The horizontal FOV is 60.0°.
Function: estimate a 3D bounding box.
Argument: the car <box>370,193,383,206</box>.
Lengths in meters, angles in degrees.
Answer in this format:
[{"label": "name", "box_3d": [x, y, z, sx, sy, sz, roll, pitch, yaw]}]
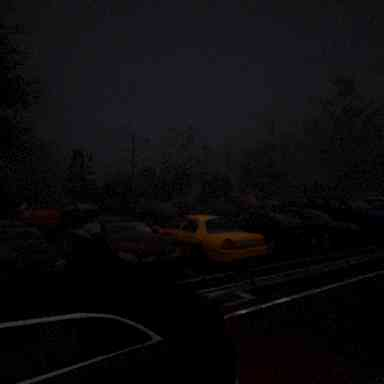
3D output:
[{"label": "car", "box_3d": [27.460, 1.017, 45.857, 2.185, 1.767, 4.553, -1, 1, -35]}]

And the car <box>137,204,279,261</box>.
[{"label": "car", "box_3d": [0.126, 1.421, 11.380, 1.946, 1.575, 5.366, 0, 0, -35]}]

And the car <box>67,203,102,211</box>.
[{"label": "car", "box_3d": [-7.148, 1.422, 21.410, 2.097, 1.535, 5.008, 0, 0, -35]}]

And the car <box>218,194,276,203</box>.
[{"label": "car", "box_3d": [4.404, 1.217, 29.528, 2.435, 2.045, 5.566, 0, 0, -35]}]

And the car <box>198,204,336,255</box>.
[{"label": "car", "box_3d": [2.546, 1.433, 12.854, 2.097, 1.535, 5.008, 0, 0, -35]}]

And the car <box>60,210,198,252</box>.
[{"label": "car", "box_3d": [-2.077, 1.455, 9.602, 2.002, 1.452, 4.674, 0, 0, -35]}]

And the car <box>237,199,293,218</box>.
[{"label": "car", "box_3d": [6.707, 1.474, 31.180, 2.097, 1.535, 5.008, 0, 0, -35]}]

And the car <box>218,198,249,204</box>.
[{"label": "car", "box_3d": [2.097, 1.488, 27.899, 2.163, 1.488, 4.792, 0, 0, -35]}]

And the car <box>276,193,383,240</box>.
[{"label": "car", "box_3d": [7.177, 1.200, 16.093, 2.435, 2.045, 5.566, 0, 0, -35]}]

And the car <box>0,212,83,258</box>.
[{"label": "car", "box_3d": [-4.386, 1.445, 7.973, 2.002, 1.452, 4.674, 0, 0, -35]}]

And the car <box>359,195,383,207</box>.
[{"label": "car", "box_3d": [25.170, 1.183, 44.210, 2.097, 1.535, 5.008, -1, 1, -35]}]

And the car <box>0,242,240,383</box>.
[{"label": "car", "box_3d": [-1.858, 1.491, 2.357, 4.902, 1.511, 2.128, 0, 0, -35]}]

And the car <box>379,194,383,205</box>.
[{"label": "car", "box_3d": [29.789, 1.102, 47.456, 2.097, 1.535, 5.008, -1, 1, -35]}]

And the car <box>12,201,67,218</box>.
[{"label": "car", "box_3d": [-9.338, 1.287, 19.833, 2.185, 1.767, 4.553, 0, 0, -35]}]

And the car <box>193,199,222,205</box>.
[{"label": "car", "box_3d": [-0.211, 1.479, 26.271, 2.163, 1.488, 4.792, 0, 0, -35]}]

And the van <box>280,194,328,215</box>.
[{"label": "van", "box_3d": [11.495, 1.198, 34.415, 1.878, 1.987, 4.442, -1, 1, -35]}]

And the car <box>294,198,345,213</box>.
[{"label": "car", "box_3d": [13.721, 1.413, 36.169, 2.163, 1.488, 4.792, -1, 1, -35]}]

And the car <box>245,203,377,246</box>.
[{"label": "car", "box_3d": [4.848, 1.442, 14.491, 2.097, 1.535, 5.008, 0, 0, -35]}]

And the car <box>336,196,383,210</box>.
[{"label": "car", "box_3d": [20.656, 1.263, 41.028, 2.231, 1.521, 4.892, -1, 1, -35]}]

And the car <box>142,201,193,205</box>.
[{"label": "car", "box_3d": [-2.437, 1.442, 24.746, 2.231, 1.521, 4.892, 0, 0, -35]}]
